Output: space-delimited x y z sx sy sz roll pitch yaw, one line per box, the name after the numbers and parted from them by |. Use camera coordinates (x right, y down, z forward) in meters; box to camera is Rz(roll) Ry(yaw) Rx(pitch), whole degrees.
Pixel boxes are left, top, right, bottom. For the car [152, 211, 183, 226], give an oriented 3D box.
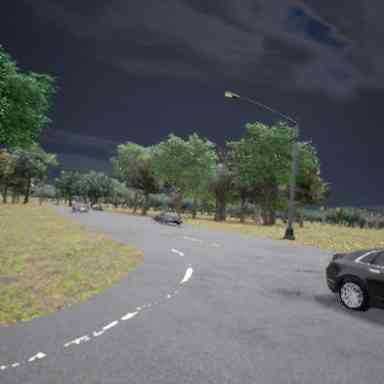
-2.775 2.883 37.007 2.033 1.411 5.357 7 -4 -27 | car

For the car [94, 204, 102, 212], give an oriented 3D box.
-20.735 3.421 72.404 1.812 1.442 4.674 7 -4 -27 | car

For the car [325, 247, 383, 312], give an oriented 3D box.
4.967 1.927 6.483 1.837 1.490 4.892 5 -3 -28 | car

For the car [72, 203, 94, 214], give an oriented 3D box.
-16.087 2.304 47.922 2.128 1.511 4.902 7 -4 -26 | car
